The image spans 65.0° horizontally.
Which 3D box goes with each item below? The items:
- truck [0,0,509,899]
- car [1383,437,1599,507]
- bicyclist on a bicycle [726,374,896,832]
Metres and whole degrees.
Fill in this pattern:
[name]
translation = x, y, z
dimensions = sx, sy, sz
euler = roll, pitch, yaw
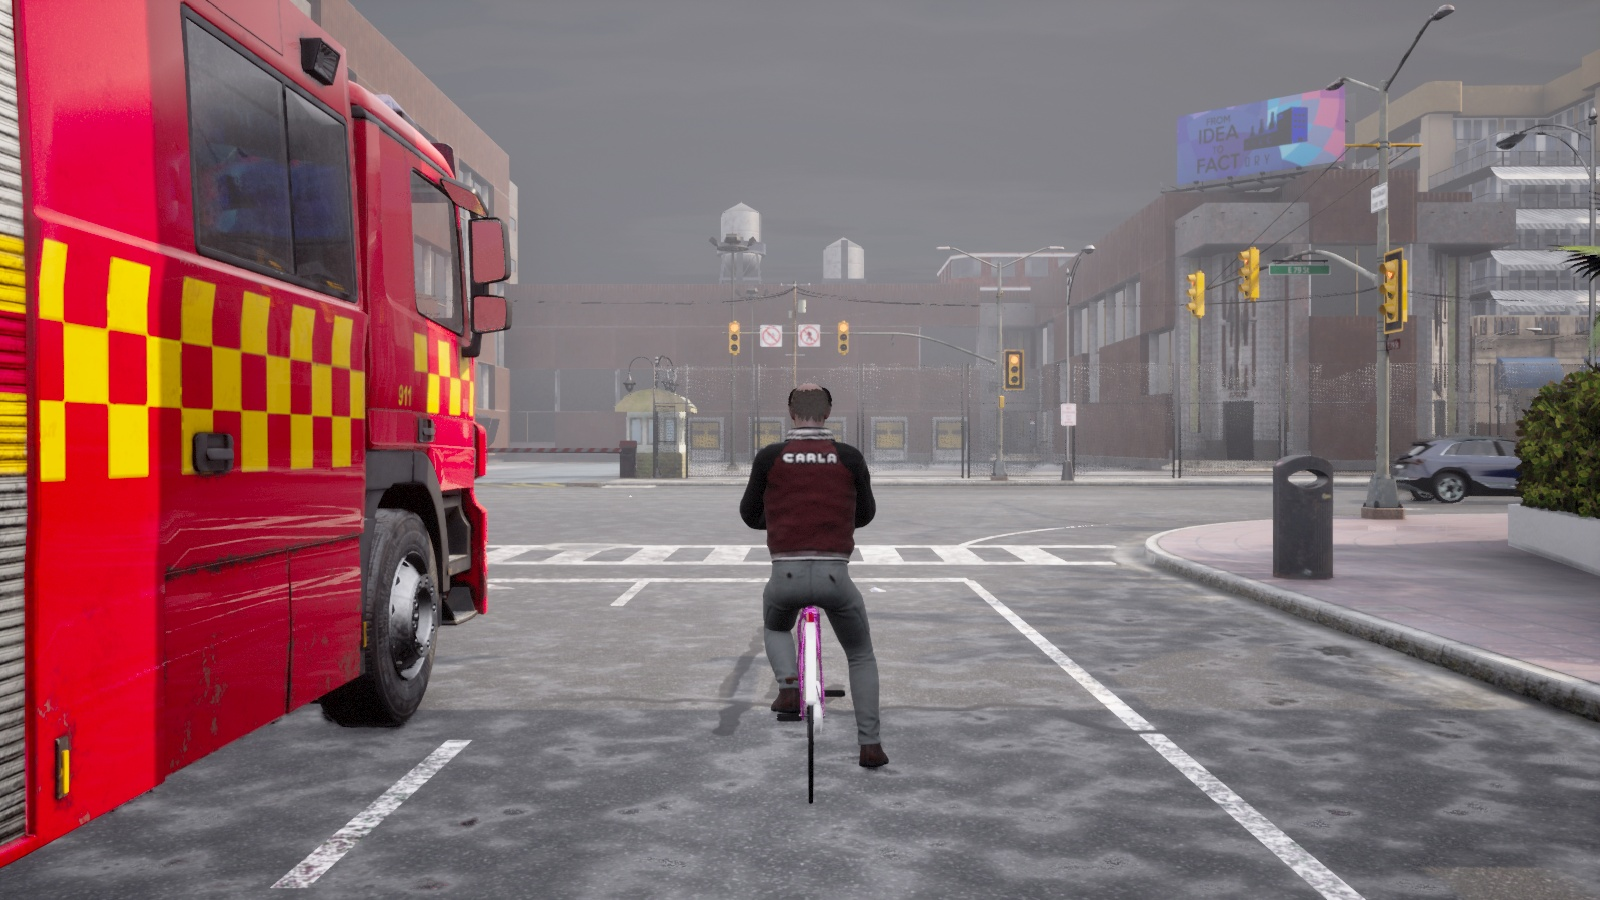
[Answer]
[truck]
translation = -3.466, -0.446, 4.404
dimensions = 2.891, 3.827, 8.468
euler = 0, 0, 0
[car]
translation = 17.263, 0.514, 30.959
dimensions = 4.856, 1.649, 2.033
euler = 0, 0, 8
[bicyclist on a bicycle]
translation = 0.044, 0.584, 5.787
dimensions = 0.659, 1.776, 1.843
euler = 0, 1, 0
